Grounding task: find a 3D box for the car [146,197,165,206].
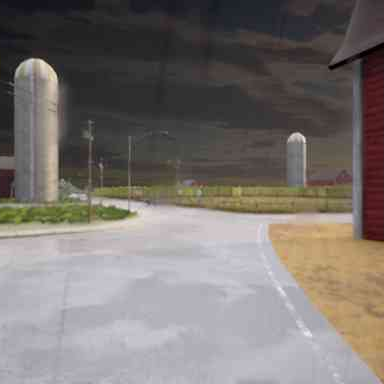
[{"bbox_3d":[-6.036,1.540,54.636,2.128,1.511,4.902,0,0,-28],"label":"car"}]
